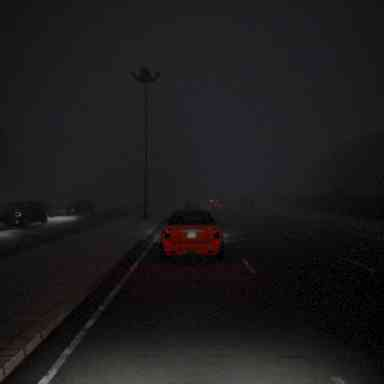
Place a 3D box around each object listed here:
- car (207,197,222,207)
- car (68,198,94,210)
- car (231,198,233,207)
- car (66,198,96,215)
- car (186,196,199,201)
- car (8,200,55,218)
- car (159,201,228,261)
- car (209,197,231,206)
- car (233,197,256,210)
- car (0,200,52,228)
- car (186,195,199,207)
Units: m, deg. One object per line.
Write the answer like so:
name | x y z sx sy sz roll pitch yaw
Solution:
car | 3.595 1.599 53.899 2.128 1.511 4.902 0 0 0
car | -14.978 1.594 45.179 1.837 1.490 4.892 0 -1 1
car | 7.095 1.656 53.882 2.033 1.411 5.357 0 0 0
car | -11.585 1.559 34.827 2.128 1.511 4.902 0 0 1
car | 0.038 1.578 43.500 2.128 1.511 4.902 0 0 0
car | -15.097 1.552 31.676 2.128 1.511 4.902 0 0 0
car | -0.011 1.378 12.595 2.097 1.767 4.553 0 0 0
car | 3.538 1.688 43.594 1.895 1.301 4.718 0 0 0
car | 7.040 1.440 43.932 2.097 1.767 4.553 0 0 0
car | -11.604 1.395 22.564 2.097 1.767 4.553 0 0 0
car | 0.095 1.459 53.887 2.097 1.767 4.553 0 0 0
